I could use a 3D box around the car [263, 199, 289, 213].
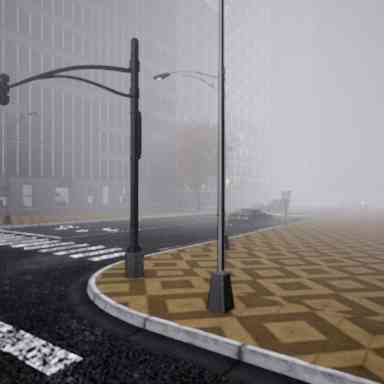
[{"bbox_3d":[13.587,2.144,52.372,2.150,2.045,5.566,0,-1,33],"label":"car"}]

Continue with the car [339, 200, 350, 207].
[{"bbox_3d":[39.335,3.192,86.254,2.033,1.411,5.357,0,-1,33],"label":"car"}]

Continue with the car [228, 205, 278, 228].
[{"bbox_3d":[4.823,2.015,26.820,2.033,1.411,5.357,0,-1,33],"label":"car"}]

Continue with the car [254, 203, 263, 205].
[{"bbox_3d":[10.870,2.481,54.156,1.994,1.385,4.181,0,-1,33],"label":"car"}]

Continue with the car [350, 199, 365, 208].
[{"bbox_3d":[42.066,3.136,84.491,1.882,1.535,5.008,0,-1,33],"label":"car"}]
